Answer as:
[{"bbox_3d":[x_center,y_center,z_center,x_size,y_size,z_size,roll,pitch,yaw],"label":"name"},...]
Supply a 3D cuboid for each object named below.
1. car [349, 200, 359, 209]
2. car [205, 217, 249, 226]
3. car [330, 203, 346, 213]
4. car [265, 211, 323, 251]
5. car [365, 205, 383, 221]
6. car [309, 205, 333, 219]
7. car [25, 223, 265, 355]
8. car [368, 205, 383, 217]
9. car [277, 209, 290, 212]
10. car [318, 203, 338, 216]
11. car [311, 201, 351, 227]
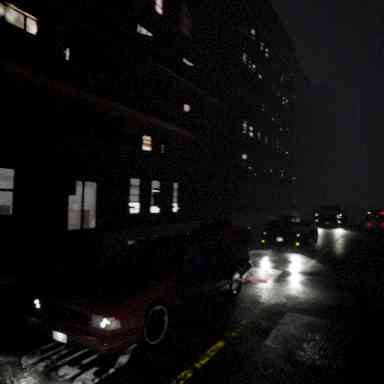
[{"bbox_3d":[34.540,2.940,72.600,2.008,1.369,4.403,2,0,30],"label":"car"},{"bbox_3d":[1.347,1.784,15.002,1.802,1.307,4.206,2,0,30],"label":"car"},{"bbox_3d":[23.476,2.542,53.401,1.887,1.381,4.507,2,0,30],"label":"car"},{"bbox_3d":[4.634,1.825,15.549,1.994,1.385,4.181,1,-1,30],"label":"car"},{"bbox_3d":[19.133,2.239,34.380,1.812,1.442,4.674,1,-1,30],"label":"car"},{"bbox_3d":[15.178,2.248,39.001,1.887,1.381,4.507,2,0,30],"label":"car"},{"bbox_3d":[-0.428,1.623,6.797,2.033,1.411,5.357,1,-1,31],"label":"car"},{"bbox_3d":[24.251,2.444,43.333,2.033,1.411,5.357,1,-1,30],"label":"car"},{"bbox_3d":[6.795,1.926,24.455,1.752,1.417,4.829,2,0,30],"label":"car"},{"bbox_3d":[17.947,2.242,43.802,1.967,1.590,4.097,2,0,30],"label":"car"},{"bbox_3d":[11.547,1.865,27.505,2.097,1.767,4.553,1,-1,30],"label":"car"}]
